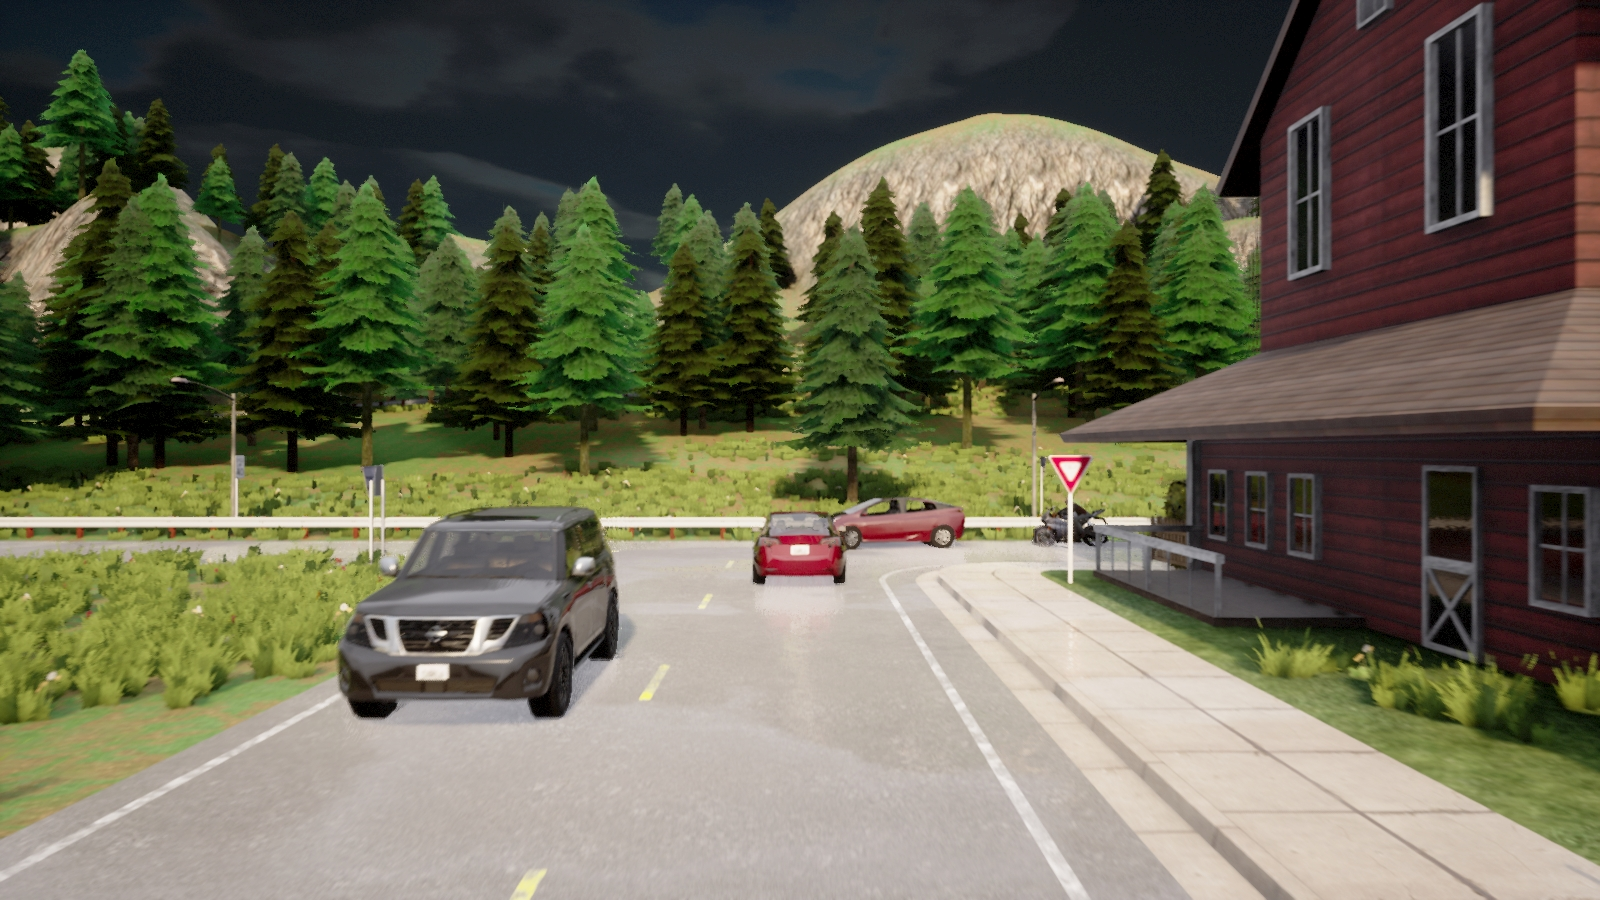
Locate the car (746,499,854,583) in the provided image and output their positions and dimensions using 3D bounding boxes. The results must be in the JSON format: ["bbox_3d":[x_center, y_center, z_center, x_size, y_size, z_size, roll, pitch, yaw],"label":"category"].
[{"bbox_3d":[-0.018,1.930,25.313,2.163,1.488,4.792,0,0,0],"label":"car"}]

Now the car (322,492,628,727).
[{"bbox_3d":[-3.549,1.639,13.793,2.150,2.045,5.566,0,0,0],"label":"car"}]

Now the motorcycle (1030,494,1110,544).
[{"bbox_3d":[8.212,2.101,34.782,2.209,1.460,0.867,0,0,0],"label":"motorcycle"}]

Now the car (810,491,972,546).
[{"bbox_3d":[2.689,2.020,34.376,4.514,1.525,2.007,0,0,-9],"label":"car"}]
